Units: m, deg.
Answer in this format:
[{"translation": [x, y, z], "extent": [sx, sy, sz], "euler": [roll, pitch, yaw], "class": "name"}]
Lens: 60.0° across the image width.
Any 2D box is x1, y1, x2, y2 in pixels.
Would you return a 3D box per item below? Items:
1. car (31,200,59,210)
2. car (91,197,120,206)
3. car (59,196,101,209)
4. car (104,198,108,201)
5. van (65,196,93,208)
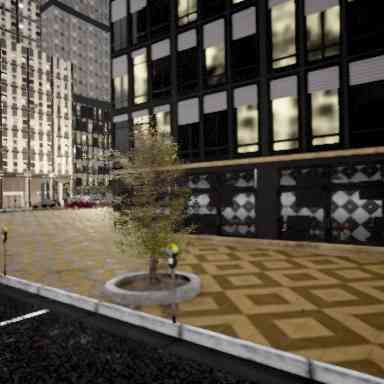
[{"translation": [-21.702, 1.846, 49.465], "extent": [1.947, 1.339, 4.313], "euler": [-1, 0, 36], "class": "car"}, {"translation": [-15.130, 1.720, 58.422], "extent": [1.752, 1.417, 4.829], "euler": [-1, 0, 36], "class": "car"}, {"translation": [-14.924, 1.630, 44.541], "extent": [1.887, 1.381, 4.507], "euler": [-1, 0, 36], "class": "car"}, {"translation": [-11.589, 1.593, 49.086], "extent": [2.008, 1.369, 4.403], "euler": [-1, 0, 36], "class": "car"}, {"translation": [-18.369, 1.578, 54.013], "extent": [1.690, 1.788, 3.998], "euler": [-1, 0, 36], "class": "van"}]
